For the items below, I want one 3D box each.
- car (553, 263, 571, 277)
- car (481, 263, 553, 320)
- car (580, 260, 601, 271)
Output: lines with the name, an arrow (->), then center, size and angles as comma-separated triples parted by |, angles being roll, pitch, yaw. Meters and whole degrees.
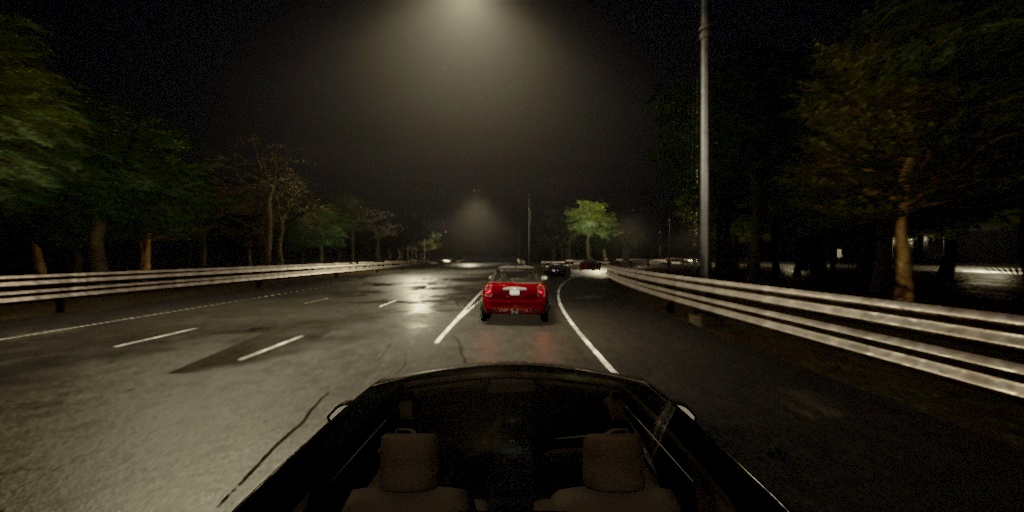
car -> 4.534, 1.344, 35.340 | 1.994, 1.385, 4.181 | 0, 0, 18
car -> 0.210, 1.111, 12.792 | 2.097, 1.767, 4.553 | 0, 0, 3
car -> 10.927, 1.275, 49.770 | 1.882, 1.535, 5.008 | 0, -1, 29
